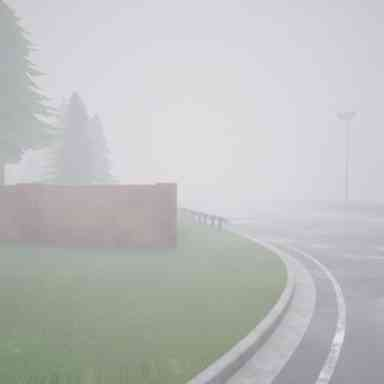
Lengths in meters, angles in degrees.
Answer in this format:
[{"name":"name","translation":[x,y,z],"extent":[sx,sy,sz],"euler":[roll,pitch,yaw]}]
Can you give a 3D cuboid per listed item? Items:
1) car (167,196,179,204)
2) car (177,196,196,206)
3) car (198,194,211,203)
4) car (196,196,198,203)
[{"name":"car","translation":[-4.215,1.746,74.493],"extent":[1.882,1.535,5.008],"euler":[0,0,-13]},{"name":"car","translation":[-1.290,1.779,62.315],"extent":[2.033,1.411,5.357],"euler":[0,0,-14]},{"name":"car","translation":[2.738,1.520,75.508],"extent":[2.150,2.045,5.566],"euler":[0,0,-13]},{"name":"car","translation":[-0.796,1.637,75.244],"extent":[2.097,1.767,4.553],"euler":[0,0,-13]}]
